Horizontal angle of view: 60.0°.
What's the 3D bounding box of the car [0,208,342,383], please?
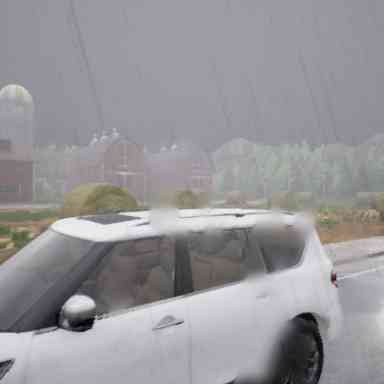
[{"bbox_3d":[-0.698,1.234,3.492,5.566,2.045,2.150,1,0,-36],"label":"car"}]
